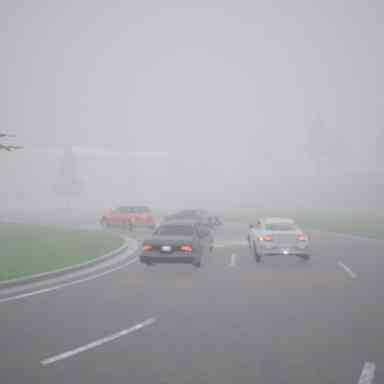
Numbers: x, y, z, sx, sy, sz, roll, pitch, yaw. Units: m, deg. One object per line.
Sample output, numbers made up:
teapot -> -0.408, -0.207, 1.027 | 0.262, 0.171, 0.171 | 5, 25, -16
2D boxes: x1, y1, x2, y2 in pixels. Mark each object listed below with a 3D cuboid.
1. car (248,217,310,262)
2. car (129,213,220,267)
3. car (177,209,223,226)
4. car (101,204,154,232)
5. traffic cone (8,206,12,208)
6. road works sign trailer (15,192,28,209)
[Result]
car -> 3.240, 1.698, 12.841 | 1.812, 1.442, 4.674 | -1, -1, 7
car -> -0.328, 1.741, 12.251 | 2.033, 1.411, 5.357 | -1, -1, 10
car -> -0.027, 1.915, 23.946 | 2.033, 1.411, 5.357 | 0, -1, -35
car -> -4.611, 1.752, 23.660 | 2.097, 1.767, 4.553 | 0, -1, -43
traffic cone -> -42.691, 3.492, 77.964 | 0.340, 0.580, 0.340 | 0, -1, -34
road works sign trailer -> -37.542, 1.884, 73.031 | 2.380, 3.560, 2.880 | 0, -1, -34
